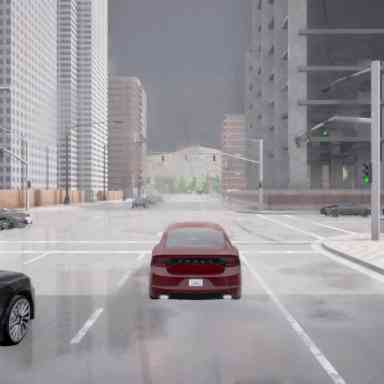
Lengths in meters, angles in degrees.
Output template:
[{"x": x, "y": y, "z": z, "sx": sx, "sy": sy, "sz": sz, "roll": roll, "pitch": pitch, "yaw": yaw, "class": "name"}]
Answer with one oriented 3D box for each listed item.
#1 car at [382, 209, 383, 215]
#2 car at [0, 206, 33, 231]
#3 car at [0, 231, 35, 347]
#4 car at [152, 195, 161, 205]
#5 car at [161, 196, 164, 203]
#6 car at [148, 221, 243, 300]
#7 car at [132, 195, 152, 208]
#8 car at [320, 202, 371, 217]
[{"x": 18.473, "y": 1.221, "z": 26.747, "sx": 5.566, "sy": 2.045, "sz": 2.150, "roll": 0, "pitch": 0, "yaw": 0, "class": "car"}, {"x": -12.064, "y": 1.491, "z": 19.725, "sx": 4.902, "sy": 1.511, "sz": 2.128, "roll": 0, "pitch": 0, "yaw": 0, "class": "car"}, {"x": -3.449, "y": 1.492, "z": 3.442, "sx": 2.128, "sy": 1.511, "sz": 4.902, "roll": 0, "pitch": 0, "yaw": 0, "class": "car"}, {"x": -7.094, "y": 1.352, "z": 56.792, "sx": 2.097, "sy": 1.767, "sz": 4.553, "roll": 0, "pitch": 0, "yaw": 1, "class": "car"}, {"x": -6.854, "y": 1.547, "z": 68.353, "sx": 2.033, "sy": 1.411, "sz": 5.357, "roll": 0, "pitch": 0, "yaw": 1, "class": "car"}, {"x": 0.064, "y": 1.478, "z": 8.447, "sx": 1.882, "sy": 1.535, "sz": 5.008, "roll": 0, "pitch": 0, "yaw": 0, "class": "car"}, {"x": -7.248, "y": 1.505, "z": 46.959, "sx": 1.837, "sy": 1.490, "sz": 4.892, "roll": 0, "pitch": 0, "yaw": 1, "class": "car"}, {"x": 13.922, "y": 1.564, "z": 30.275, "sx": 4.181, "sy": 1.385, "sz": 1.994, "roll": 0, "pitch": 0, "yaw": 0, "class": "car"}]
